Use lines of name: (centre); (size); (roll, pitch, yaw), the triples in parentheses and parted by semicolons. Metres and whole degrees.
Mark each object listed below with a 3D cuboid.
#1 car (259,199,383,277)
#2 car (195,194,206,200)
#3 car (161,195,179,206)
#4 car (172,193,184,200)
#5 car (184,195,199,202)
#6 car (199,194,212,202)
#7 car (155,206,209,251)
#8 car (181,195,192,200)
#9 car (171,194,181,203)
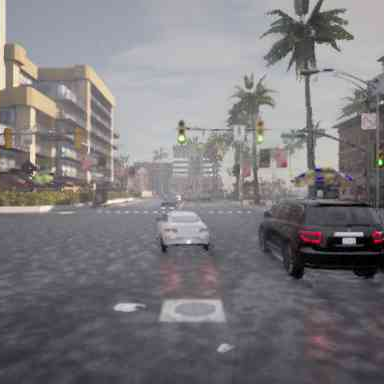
car: (3.601, 1.212, 10.295); (2.150, 2.045, 5.566); (0, 0, 0)
car: (2.114, 1.414, 87.576); (1.837, 1.490, 4.892); (0, 0, -12)
car: (-3.499, 1.515, 50.131); (1.994, 1.385, 4.181); (0, 0, 0)
car: (-3.501, 1.156, 70.678); (2.150, 2.045, 5.566); (0, 0, 0)
car: (-0.117, 1.450, 76.830); (2.128, 1.511, 4.902); (0, 0, -4)
car: (3.359, 1.279, 77.519); (2.097, 1.767, 4.553); (0, 0, -4)
car: (-0.506, 1.512, 14.000); (1.812, 1.442, 4.674); (0, 0, -10)
car: (-1.476, 1.467, 87.829); (1.994, 1.385, 4.181); (0, 0, -12)
car: (-3.499, 1.488, 60.309); (2.033, 1.411, 5.357); (0, 0, 0)
